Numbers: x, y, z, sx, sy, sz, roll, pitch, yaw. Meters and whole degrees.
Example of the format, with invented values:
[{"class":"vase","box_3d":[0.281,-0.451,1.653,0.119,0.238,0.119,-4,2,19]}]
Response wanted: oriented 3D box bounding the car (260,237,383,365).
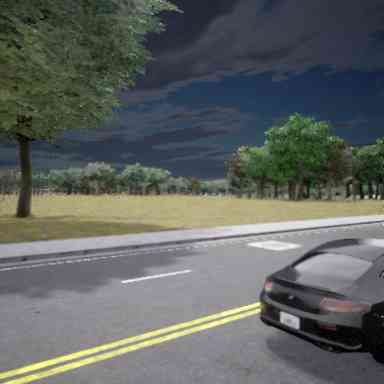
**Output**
[{"class":"car","box_3d":[3.178,1.533,5.740,4.674,1.442,1.812,0,0,-35]}]
